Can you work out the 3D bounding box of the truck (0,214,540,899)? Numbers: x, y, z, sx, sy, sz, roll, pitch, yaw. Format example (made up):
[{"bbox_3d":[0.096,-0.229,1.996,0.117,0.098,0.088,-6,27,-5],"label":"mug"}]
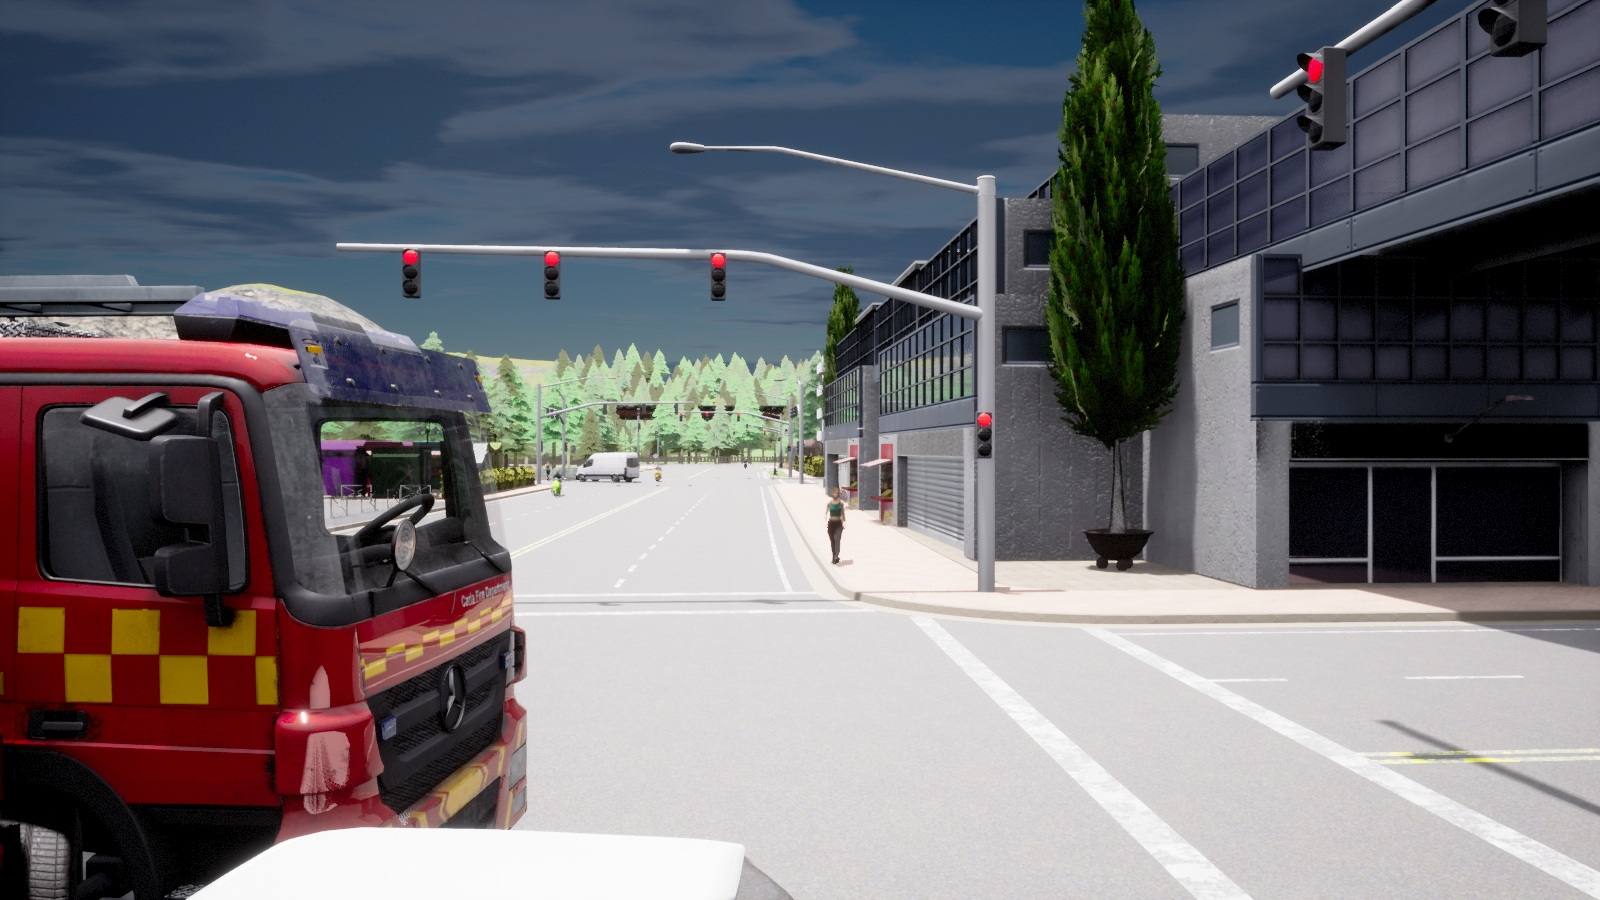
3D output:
[{"bbox_3d":[-6.102,0.890,6.659,8.468,3.827,2.891,0,0,4],"label":"truck"}]

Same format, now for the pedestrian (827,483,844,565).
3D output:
[{"bbox_3d":[0.809,1.696,26.371,0.375,1.860,0.375,0,0,0],"label":"pedestrian"}]

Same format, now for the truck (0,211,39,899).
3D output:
[{"bbox_3d":[-7.587,0.890,3.490,8.468,3.827,2.891,0,0,-3],"label":"truck"}]

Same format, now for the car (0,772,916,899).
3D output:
[{"bbox_3d":[-1.549,2.065,3.579,3.806,1.475,1.970,0,0,5],"label":"car"}]
